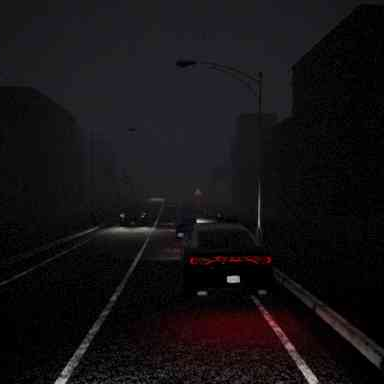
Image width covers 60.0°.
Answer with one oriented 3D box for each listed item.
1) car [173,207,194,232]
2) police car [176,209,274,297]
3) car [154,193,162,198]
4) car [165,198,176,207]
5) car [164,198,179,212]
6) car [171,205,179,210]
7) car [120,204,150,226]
[{"bbox_3d":[0.006,1.754,18.802,1.812,1.442,4.674,0,-1,-4],"label":"car"},{"bbox_3d":[0.650,1.472,8.857,1.930,1.638,5.238,0,-1,-3],"label":"police car"},{"bbox_3d":[-8.560,0.879,83.665,1.895,1.301,4.718,0,2,-4],"label":"car"},{"bbox_3d":[-3.791,1.797,59.156,1.895,1.301,4.718,0,2,-4],"label":"car"},{"bbox_3d":[-2.793,1.954,45.402,2.128,1.511,4.902,0,-1,-4],"label":"car"},{"bbox_3d":[-0.424,1.906,24.797,1.812,1.442,4.674,0,-1,-4],"label":"car"},{"bbox_3d":[-4.608,1.798,27.193,2.097,1.767,4.553,0,-1,-4],"label":"car"}]
